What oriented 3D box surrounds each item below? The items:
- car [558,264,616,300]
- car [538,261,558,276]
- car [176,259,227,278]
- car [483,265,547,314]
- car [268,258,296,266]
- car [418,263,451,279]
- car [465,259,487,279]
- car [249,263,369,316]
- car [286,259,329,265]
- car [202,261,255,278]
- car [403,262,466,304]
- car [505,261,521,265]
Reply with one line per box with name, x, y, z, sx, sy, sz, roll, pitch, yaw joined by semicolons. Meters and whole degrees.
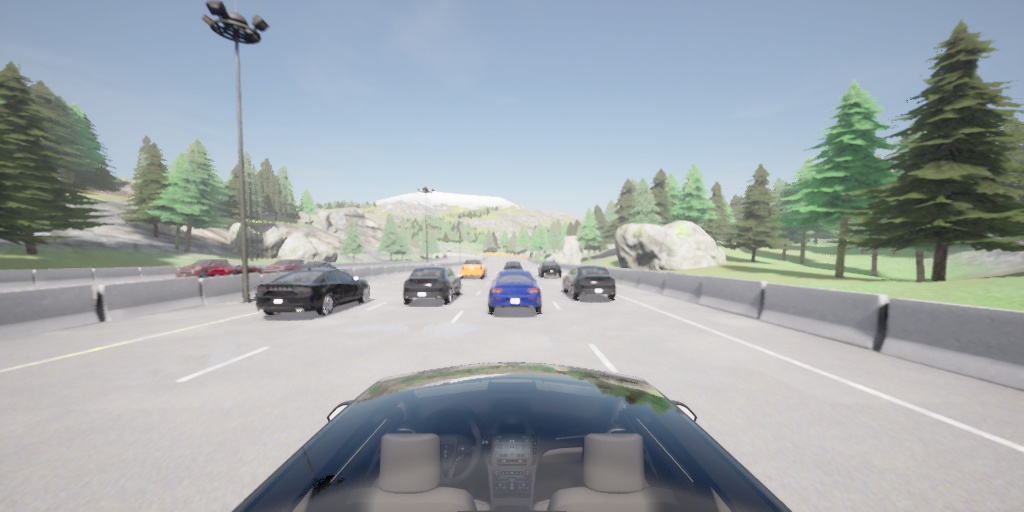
car;3.598;1.198;17.289;1.837;1.490;4.892;0;0;0
car;3.596;1.224;34.893;1.882;1.535;5.008;0;0;0
car;-28.091;1.087;33.031;2.097;1.767;4.553;0;0;0
car;0.098;1.225;13.444;1.812;1.442;4.674;0;0;0
car;-21.092;1.090;33.490;2.097;1.767;4.553;0;0;0
car;-6.904;1.332;32.455;1.895;1.301;4.718;0;0;0
car;-3.404;1.084;32.583;2.097;1.767;4.553;0;0;0
car;-6.901;1.178;13.055;1.882;1.535;5.008;0;0;0
car;-17.596;1.235;32.163;1.837;1.490;4.892;0;0;0
car;-24.597;1.331;32.168;1.895;1.301;4.718;0;0;0
car;-3.402;1.199;15.960;1.837;1.490;4.892;0;0;0
car;0.096;1.243;33.628;1.837;1.490;4.892;0;0;0
